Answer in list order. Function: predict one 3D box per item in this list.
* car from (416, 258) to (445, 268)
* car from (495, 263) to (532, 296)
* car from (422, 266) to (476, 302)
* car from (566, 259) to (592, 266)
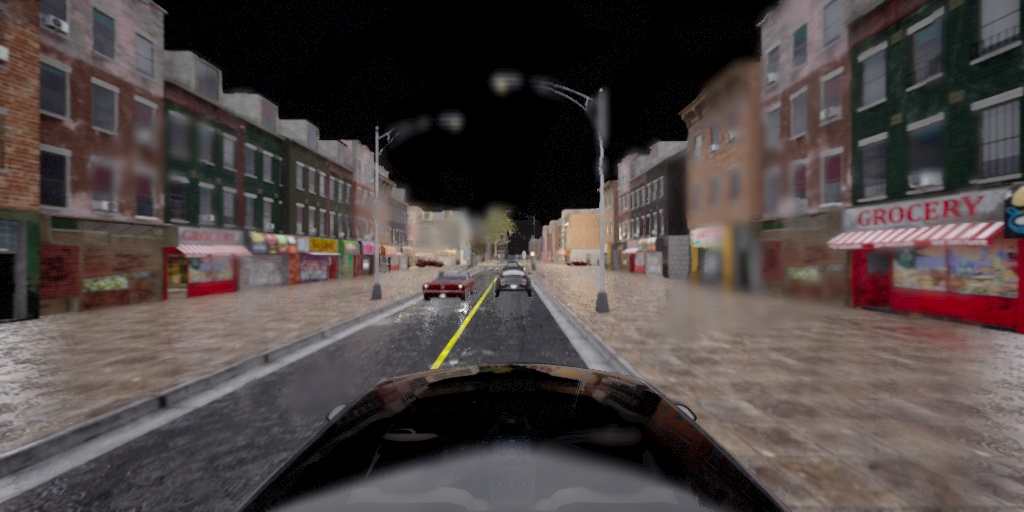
[{"bbox_3d":[-14.543,1.212,63.658,5.009,1.841,2.192,0,0,0],"label":"car"},{"bbox_3d":[0.079,1.280,19.242,1.812,1.442,4.674,0,0,0],"label":"car"},{"bbox_3d":[-2.870,1.354,17.090,1.895,1.301,4.718,0,0,0],"label":"car"},{"bbox_3d":[11.866,1.250,63.741,4.507,1.381,1.888,0,0,0],"label":"car"}]
